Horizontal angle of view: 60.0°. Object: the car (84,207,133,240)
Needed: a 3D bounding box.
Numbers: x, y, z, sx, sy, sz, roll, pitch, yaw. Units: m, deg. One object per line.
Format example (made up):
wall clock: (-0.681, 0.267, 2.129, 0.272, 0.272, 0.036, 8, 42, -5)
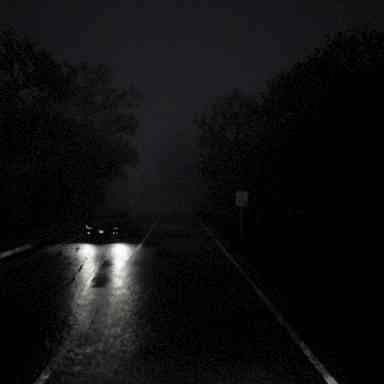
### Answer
car: (-4.248, 1.592, 17.610, 1.837, 1.490, 4.892, 0, 0, -3)
